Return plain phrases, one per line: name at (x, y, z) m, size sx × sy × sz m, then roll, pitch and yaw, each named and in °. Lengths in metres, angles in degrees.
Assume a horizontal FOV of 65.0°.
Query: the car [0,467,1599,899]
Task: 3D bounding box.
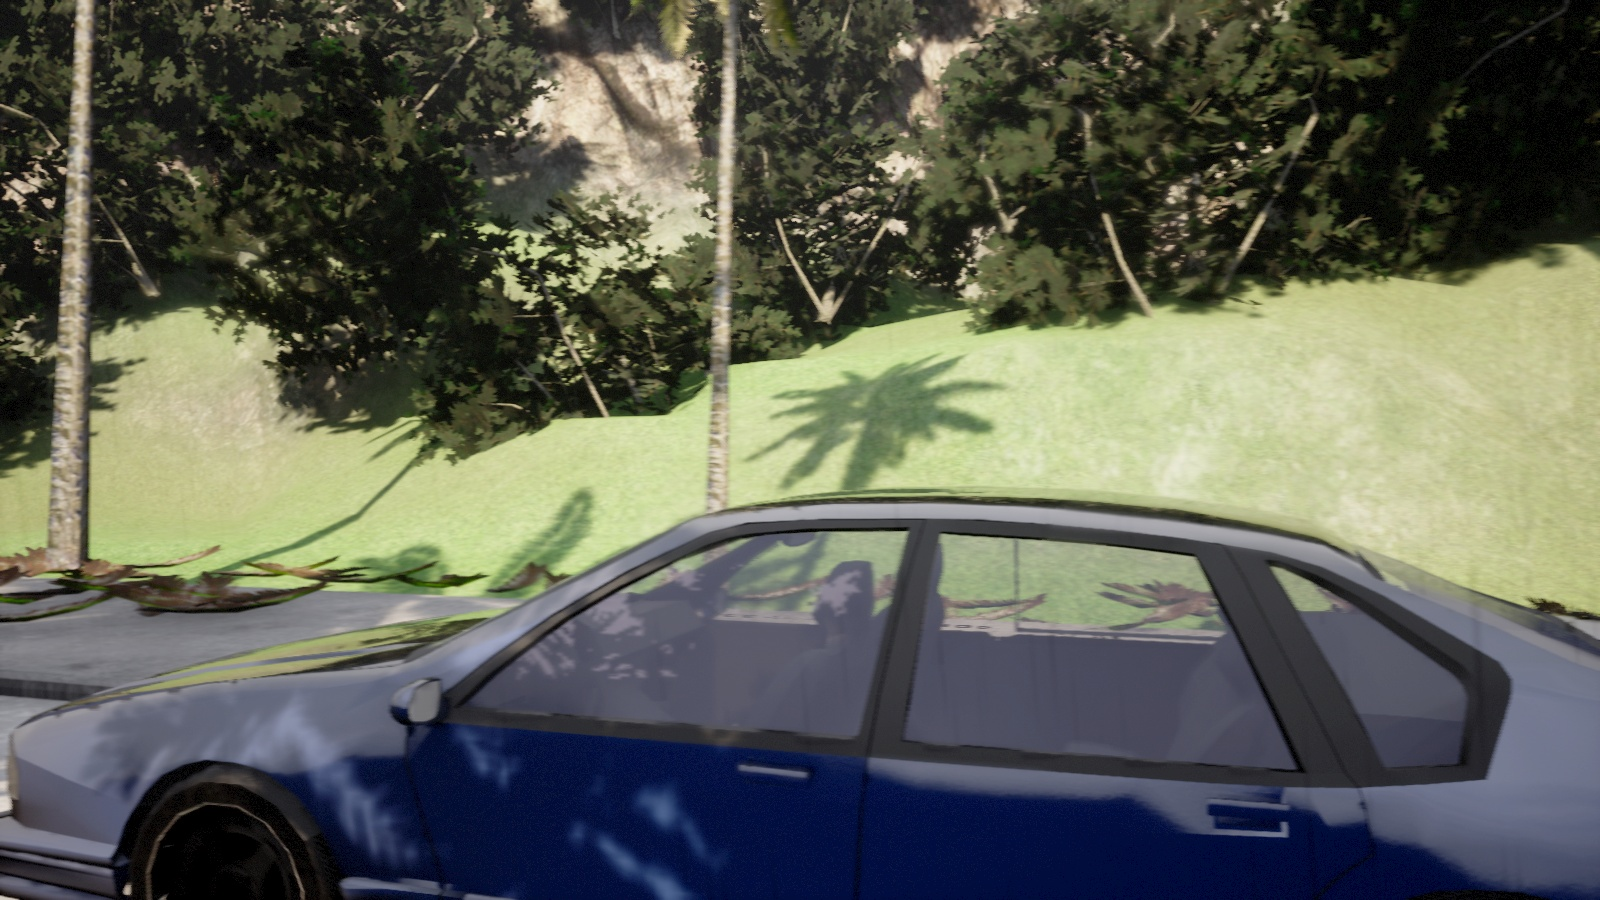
car at (0.177, 0.816, 3.663) m, size 5.357 × 1.411 × 2.033 m, roll 1°, pitch 1°, yaw 19°
